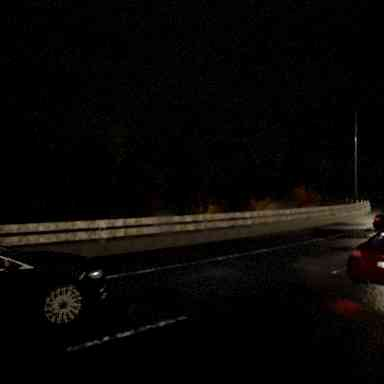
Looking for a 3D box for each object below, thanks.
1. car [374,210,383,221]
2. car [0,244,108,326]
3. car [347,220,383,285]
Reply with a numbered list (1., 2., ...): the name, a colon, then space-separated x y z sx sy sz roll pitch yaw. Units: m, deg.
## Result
1. car: 12.544 1.619 20.162 2.033 1.411 5.357 0 0 42
2. car: -3.878 1.492 5.429 4.902 1.511 2.128 0 0 -35
3. car: 5.785 1.596 8.669 4.181 1.385 1.994 0 0 -41
